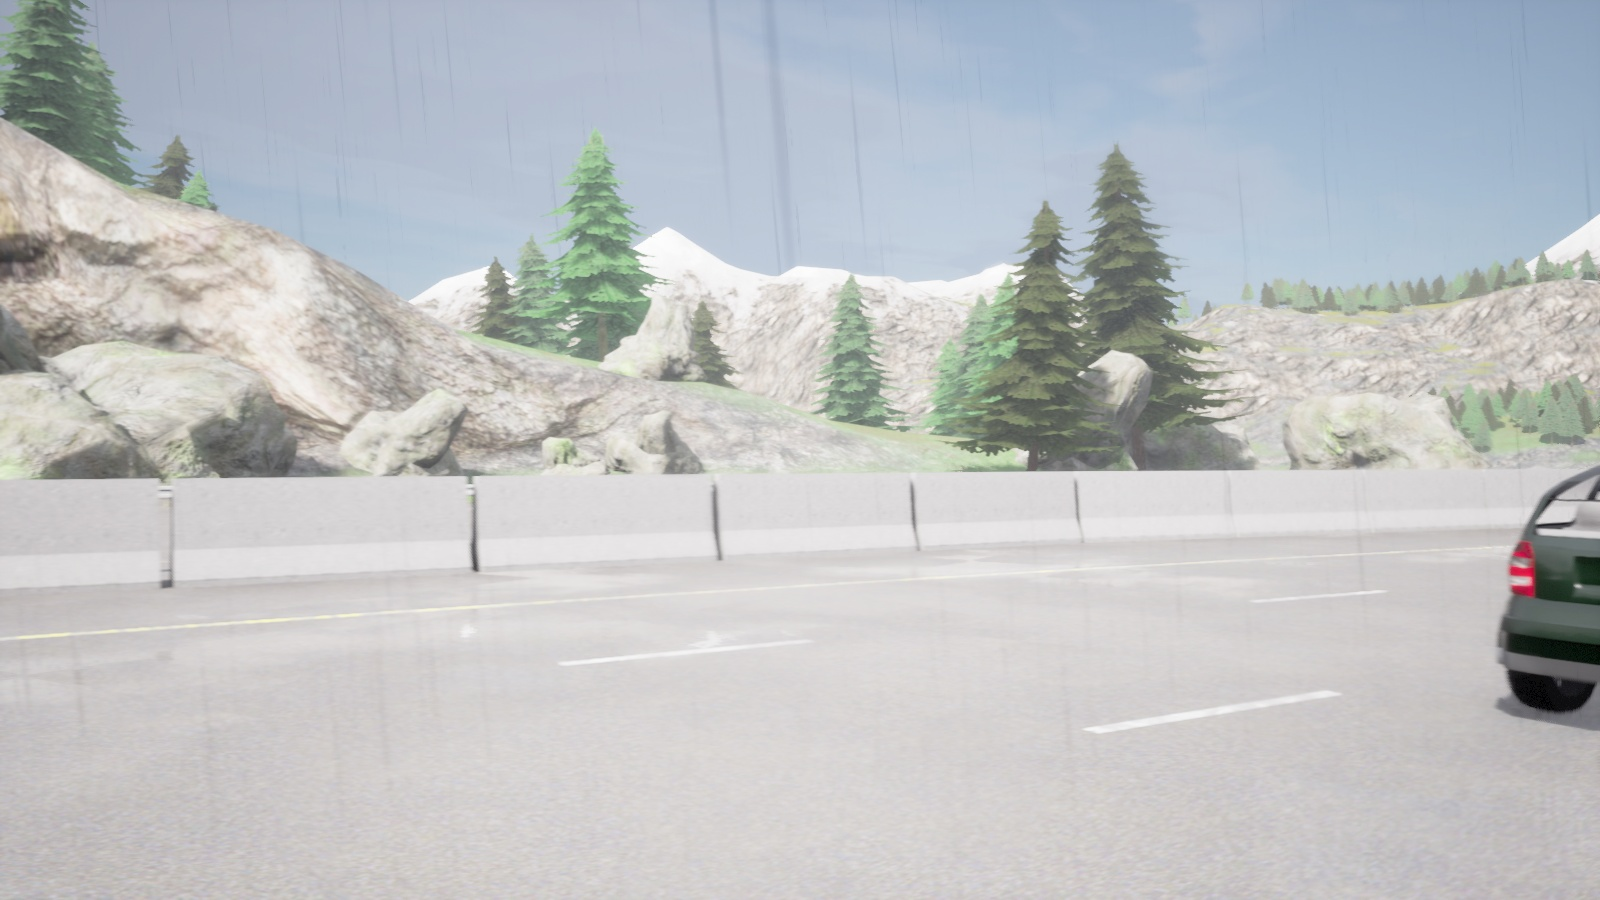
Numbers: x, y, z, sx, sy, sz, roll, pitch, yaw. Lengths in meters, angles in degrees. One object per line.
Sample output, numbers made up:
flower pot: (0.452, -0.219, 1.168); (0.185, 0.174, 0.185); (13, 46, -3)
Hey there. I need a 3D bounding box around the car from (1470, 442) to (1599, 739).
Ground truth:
car: (5.862, 0.728, 7.303); (3.705, 1.549, 1.789); (0, 0, -30)
